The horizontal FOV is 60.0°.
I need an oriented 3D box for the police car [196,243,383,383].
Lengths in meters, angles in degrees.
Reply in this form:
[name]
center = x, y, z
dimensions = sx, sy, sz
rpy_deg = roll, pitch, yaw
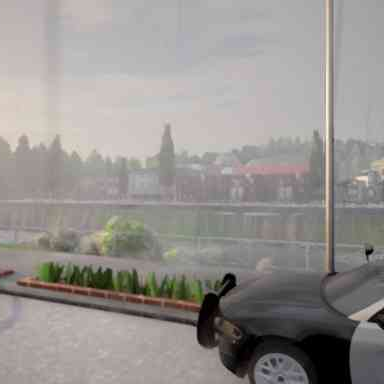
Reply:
[police car]
center = 2.630, 1.392, 3.655
dimensions = 5.238, 1.638, 1.930
rpy_deg = 0, 4, 22
